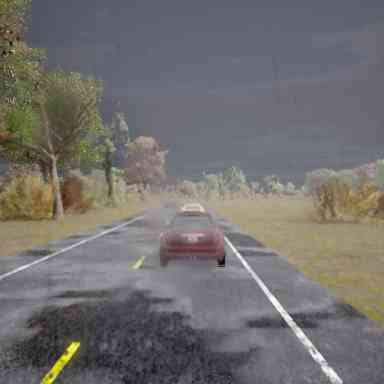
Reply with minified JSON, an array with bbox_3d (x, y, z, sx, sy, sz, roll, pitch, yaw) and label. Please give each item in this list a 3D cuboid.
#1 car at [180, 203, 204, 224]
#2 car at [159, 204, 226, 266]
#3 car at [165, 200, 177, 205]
[{"bbox_3d":[0.050,1.766,28.492,1.882,1.535,5.008,0,0,0],"label":"car"},{"bbox_3d":[0.043,1.477,12.197,2.097,1.767,4.553,0,-1,1],"label":"car"},{"bbox_3d":[-3.568,2.127,56.993,1.994,1.385,4.181,0,0,0],"label":"car"}]
